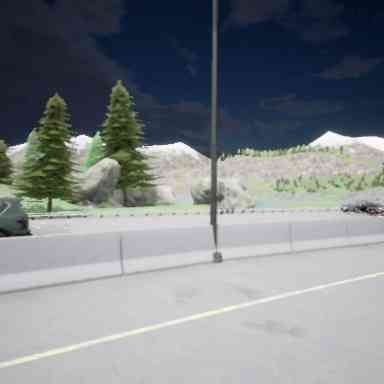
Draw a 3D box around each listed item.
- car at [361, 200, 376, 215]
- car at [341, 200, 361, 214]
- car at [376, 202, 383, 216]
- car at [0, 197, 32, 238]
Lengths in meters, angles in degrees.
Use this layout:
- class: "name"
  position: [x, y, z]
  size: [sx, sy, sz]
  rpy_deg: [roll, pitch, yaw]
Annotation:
- class: "car"
  position: [20.052, 1.762, 34.302]
  size: [4.181, 1.385, 1.994]
  rpy_deg: [0, 0, -22]
- class: "car"
  position: [19.144, 1.690, 37.706]
  size: [4.902, 1.511, 2.128]
  rpy_deg: [1, 0, -21]
- class: "car"
  position: [19.540, 1.539, 30.289]
  size: [4.553, 1.767, 2.097]
  rpy_deg: [0, 0, -23]
- class: "car"
  position: [-8.315, 1.179, 10.872]
  size: [5.566, 2.045, 2.150]
  rpy_deg: [0, 0, -35]
